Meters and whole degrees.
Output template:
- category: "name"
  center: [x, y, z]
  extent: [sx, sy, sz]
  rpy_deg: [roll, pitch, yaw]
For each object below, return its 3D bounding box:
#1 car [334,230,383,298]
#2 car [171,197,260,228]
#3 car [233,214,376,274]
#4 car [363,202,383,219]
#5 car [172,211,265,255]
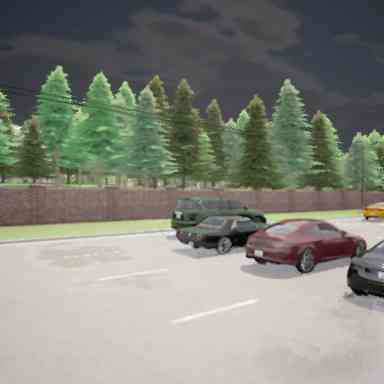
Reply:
- category: "car"
  center: [5.412, 1.612, 7.599]
  extent: [4.181, 1.385, 1.994]
  rpy_deg: [0, 0, -35]
- category: "car"
  center: [1.522, 1.285, 17.721]
  extent: [5.566, 2.045, 2.150]
  rpy_deg: [0, 0, -35]
- category: "car"
  center: [3.756, 1.577, 10.734]
  extent: [4.674, 1.442, 1.812]
  rpy_deg: [0, 0, -36]
- category: "car"
  center: [16.656, 1.645, 28.503]
  extent: [5.008, 1.535, 1.882]
  rpy_deg: [0, 0, -35]
- category: "car"
  center: [1.779, 1.652, 13.609]
  extent: [4.718, 1.301, 1.895]
  rpy_deg: [0, 0, -35]
